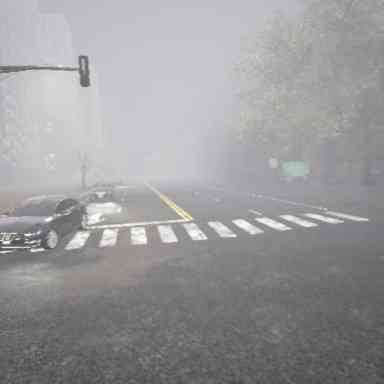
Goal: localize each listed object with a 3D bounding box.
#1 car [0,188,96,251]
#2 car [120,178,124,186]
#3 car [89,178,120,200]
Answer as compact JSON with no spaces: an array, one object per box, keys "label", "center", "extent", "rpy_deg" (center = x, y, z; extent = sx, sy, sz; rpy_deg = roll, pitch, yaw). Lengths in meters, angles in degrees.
[{"label":"car","center":[-5.237,0.948,11.884],"extent":[1.837,1.490,4.892],"rpy_deg":[-1,6,1]},{"label":"car","center":[-12.160,-1.597,54.050],"extent":[1.994,1.385,4.181],"rpy_deg":[-4,4,-10]},{"label":"car","center":[-7.563,-0.122,28.278],"extent":[2.128,1.511,4.902],"rpy_deg":[-4,4,-10]}]
